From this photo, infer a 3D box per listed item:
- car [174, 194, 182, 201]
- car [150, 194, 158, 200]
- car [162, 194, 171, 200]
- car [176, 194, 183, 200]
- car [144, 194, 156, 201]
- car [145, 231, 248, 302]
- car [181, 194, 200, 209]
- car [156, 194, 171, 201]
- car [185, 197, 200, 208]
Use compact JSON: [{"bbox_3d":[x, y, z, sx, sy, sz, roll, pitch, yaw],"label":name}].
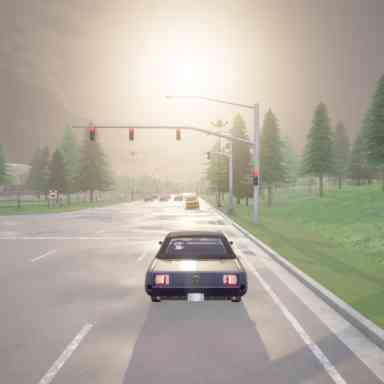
[{"bbox_3d":[-3.356,1.545,80.901,1.994,1.385,4.181,0,0,0],"label":"car"},{"bbox_3d":[-10.338,1.332,90.917,1.837,1.490,4.892,0,0,0],"label":"car"},{"bbox_3d":[-6.838,1.372,90.911,2.033,1.411,5.357,0,0,0],"label":"car"},{"bbox_3d":[-3.338,1.357,90.904,1.812,1.442,4.674,0,0,0],"label":"car"},{"bbox_3d":[-10.357,1.531,80.497,2.033,1.411,5.357,0,0,0],"label":"car"},{"bbox_3d":[0.094,1.601,8.191,1.895,1.301,4.718,0,0,0],"label":"car"},{"bbox_3d":[-0.073,1.066,46.423,1.882,1.535,5.008,-7,16,-2],"label":"car"},{"bbox_3d":[-6.857,1.531,80.491,2.033,1.411,5.357,0,0,0],"label":"car"},{"bbox_3d":[0.072,1.575,49.859,2.033,1.411,5.357,-1,1,0],"label":"car"}]
